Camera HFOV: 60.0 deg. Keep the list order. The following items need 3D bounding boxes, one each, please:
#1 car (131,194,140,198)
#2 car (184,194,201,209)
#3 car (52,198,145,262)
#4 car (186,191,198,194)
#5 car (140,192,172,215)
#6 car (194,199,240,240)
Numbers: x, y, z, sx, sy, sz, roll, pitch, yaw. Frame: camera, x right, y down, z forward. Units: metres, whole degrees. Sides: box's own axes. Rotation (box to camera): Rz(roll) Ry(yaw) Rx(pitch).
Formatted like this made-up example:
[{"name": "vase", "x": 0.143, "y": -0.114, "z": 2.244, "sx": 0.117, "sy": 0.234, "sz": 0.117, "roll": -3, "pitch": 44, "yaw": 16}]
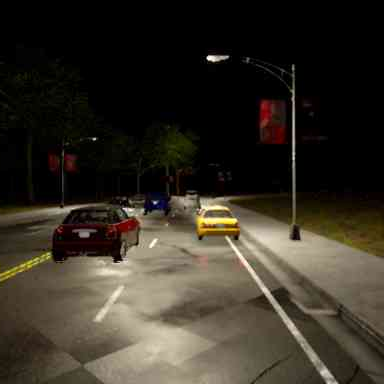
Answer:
[{"name": "car", "x": -6.548, "y": 1.056, "z": 41.388, "sx": 2.097, "sy": 1.767, "sz": 4.553, "roll": 0, "pitch": 0, "yaw": 0}, {"name": "car", "x": 0.059, "y": 1.243, "z": 39.162, "sx": 1.812, "sy": 1.442, "sz": 4.674, "roll": 0, "pitch": 0, "yaw": 1}, {"name": "car", "x": -3.143, "y": 1.260, "z": 11.846, "sx": 2.097, "sy": 1.767, "sz": 4.553, "roll": 0, "pitch": 0, "yaw": 0}, {"name": "car", "x": 0.095, "y": 0.849, "z": 52.022, "sx": 2.150, "sy": 2.045, "sz": 5.566, "roll": 0, "pitch": 0, "yaw": 3}, {"name": "car", "x": -3.133, "y": 0.994, "z": 30.997, "sx": 2.150, "sy": 2.045, "sz": 5.566, "roll": 0, "pitch": 0, "yaw": 0}, {"name": "car", "x": 1.146, "y": 1.333, "z": 16.007, "sx": 1.801, "sy": 1.575, "sz": 5.366, "roll": 0, "pitch": 0, "yaw": 0}]
